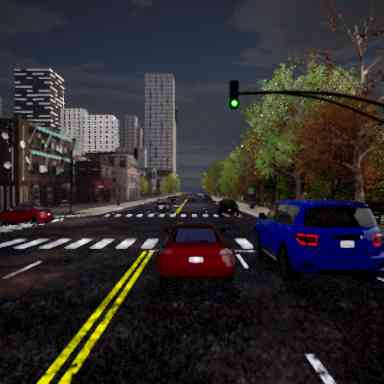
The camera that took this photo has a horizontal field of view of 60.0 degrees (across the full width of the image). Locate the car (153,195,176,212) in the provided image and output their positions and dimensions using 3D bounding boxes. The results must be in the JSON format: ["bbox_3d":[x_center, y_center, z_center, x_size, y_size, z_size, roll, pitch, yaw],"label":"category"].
[{"bbox_3d":[-3.350,1.466,38.636,2.128,1.511,4.902,0,0,0],"label":"car"}]

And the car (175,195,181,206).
[{"bbox_3d":[-3.310,1.469,55.783,1.837,1.490,4.892,0,0,0],"label":"car"}]

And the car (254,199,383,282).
[{"bbox_3d":[3.343,1.217,9.866,2.150,2.045,5.566,0,0,0],"label":"car"}]

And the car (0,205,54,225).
[{"bbox_3d":[-12.388,1.637,24.382,4.181,1.385,1.994,-1,0,6],"label":"car"}]

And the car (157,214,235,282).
[{"bbox_3d":[0.098,1.558,9.810,1.994,1.385,4.181,0,0,0],"label":"car"}]

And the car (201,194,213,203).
[{"bbox_3d":[3.235,1.444,69.181,1.837,1.490,4.892,0,0,0],"label":"car"}]

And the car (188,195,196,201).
[{"bbox_3d":[-0.016,1.327,79.599,1.994,1.385,4.181,0,0,0],"label":"car"}]

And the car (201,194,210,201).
[{"bbox_3d":[3.234,1.299,79.600,1.812,1.442,4.674,0,0,0],"label":"car"}]

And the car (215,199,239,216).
[{"bbox_3d":[3.343,1.458,32.191,1.882,1.535,5.008,0,0,0],"label":"car"}]

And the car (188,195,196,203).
[{"bbox_3d":[-0.015,1.484,69.180,2.033,1.411,5.357,0,0,0],"label":"car"}]
